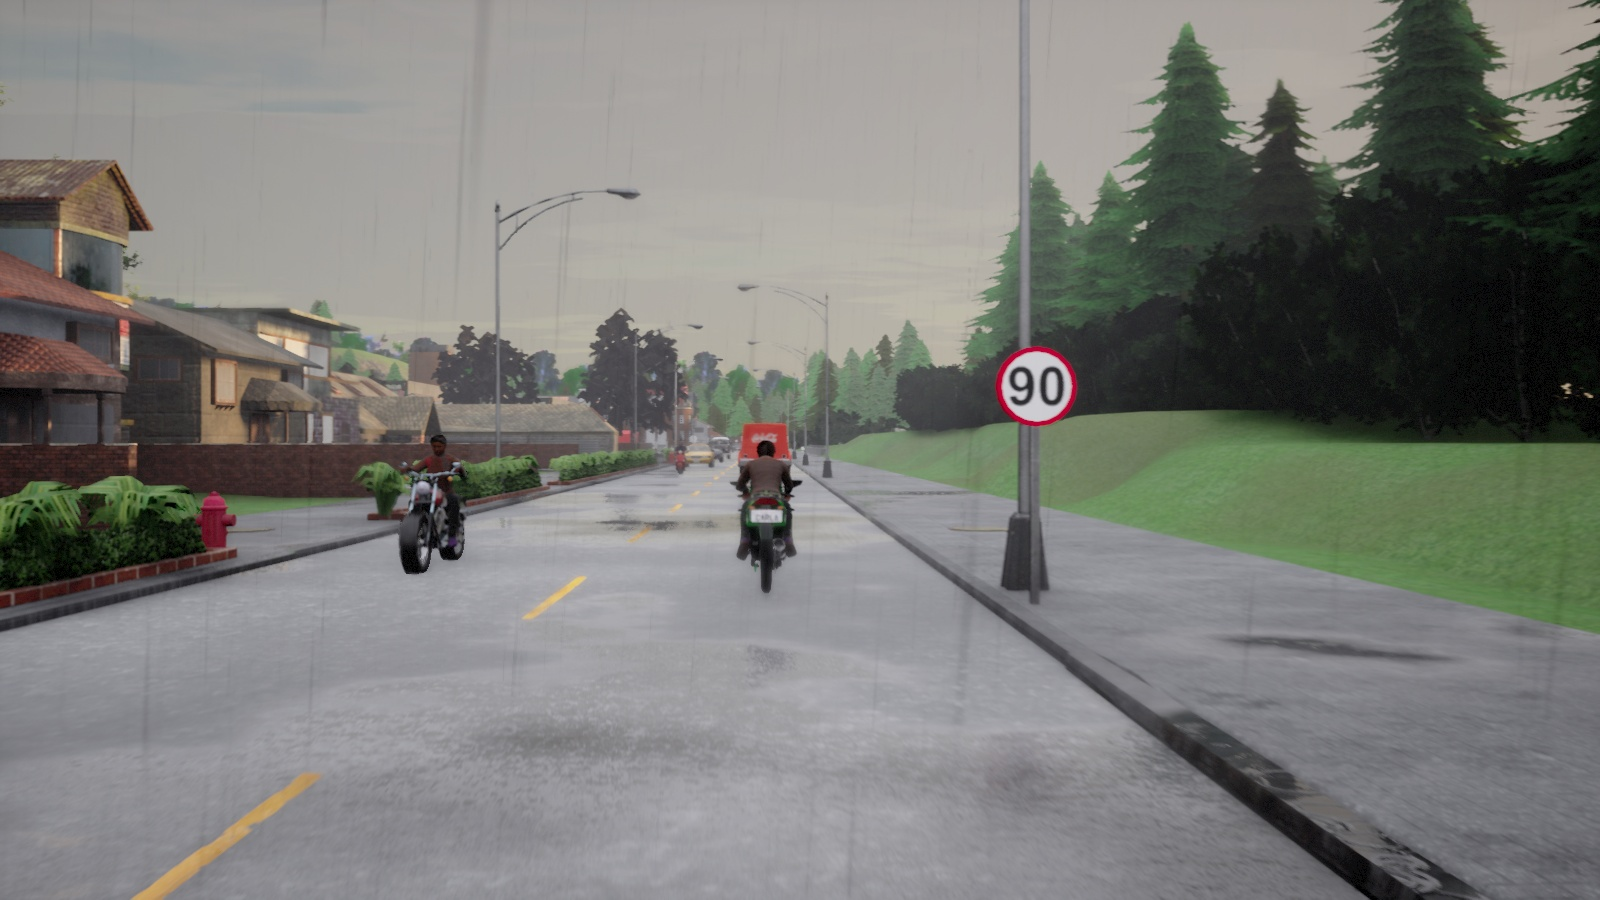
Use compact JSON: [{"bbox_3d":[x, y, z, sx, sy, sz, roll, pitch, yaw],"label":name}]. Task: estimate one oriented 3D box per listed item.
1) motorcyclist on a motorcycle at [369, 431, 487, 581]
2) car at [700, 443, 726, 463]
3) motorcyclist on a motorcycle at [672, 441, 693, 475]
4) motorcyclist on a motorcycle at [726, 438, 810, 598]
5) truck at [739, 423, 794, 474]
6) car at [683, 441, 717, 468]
[{"bbox_3d":[-4.390,0.609,15.011,0.766,1.649,2.350,0,1,-2],"label":"motorcyclist on a motorcycle"},{"bbox_3d":[-6.558,0.218,94.924,1.816,1.474,4.193,0,0,-2],"label":"car"},{"bbox_3d":[-5.591,0.359,59.650,0.866,1.590,1.817,0,0,-2],"label":"motorcyclist on a motorcycle"},{"bbox_3d":[-0.334,0.653,12.988,0.797,1.523,2.044,0,0,-2],"label":"motorcyclist on a motorcycle"},{"bbox_3d":[-1.670,-0.093,62.625,2.627,2.467,5.204,0,1,-2],"label":"truck"},{"bbox_3d":[-6.038,0.250,76.205,1.801,1.575,5.366,0,0,-2],"label":"car"}]
